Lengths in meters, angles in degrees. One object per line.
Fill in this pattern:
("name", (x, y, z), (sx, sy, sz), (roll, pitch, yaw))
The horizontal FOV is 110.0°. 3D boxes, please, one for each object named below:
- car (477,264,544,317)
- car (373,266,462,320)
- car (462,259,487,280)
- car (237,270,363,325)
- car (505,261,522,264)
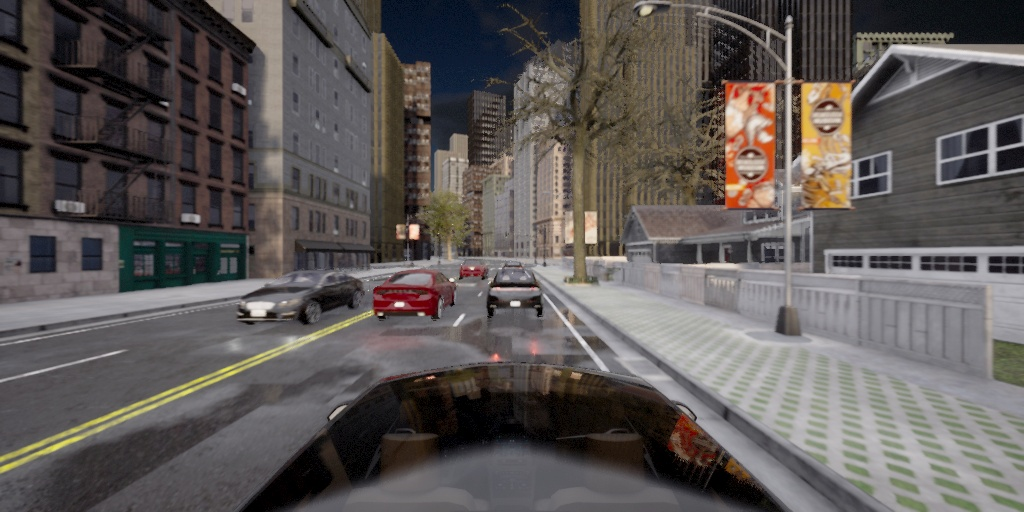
("car", (0.099, 1.213, 13.106), (2.128, 1.511, 4.902), (0, 0, 0))
("car", (-3.151, 1.202, 12.517), (1.882, 1.535, 5.008), (0, 0, 0))
("car", (-3.154, 1.016, 30.357), (2.097, 1.767, 4.553), (0, 0, 0))
("car", (-6.590, 1.218, 11.774), (2.128, 1.511, 4.902), (0, 0, 0))
("car", (0.097, 1.153, 31.200), (2.128, 1.511, 4.902), (0, 0, 0))
